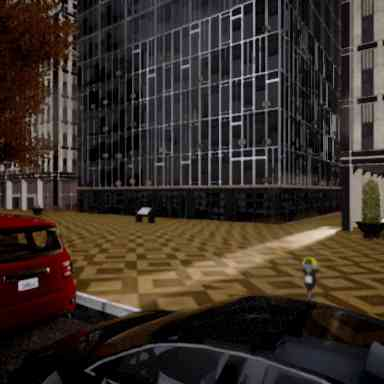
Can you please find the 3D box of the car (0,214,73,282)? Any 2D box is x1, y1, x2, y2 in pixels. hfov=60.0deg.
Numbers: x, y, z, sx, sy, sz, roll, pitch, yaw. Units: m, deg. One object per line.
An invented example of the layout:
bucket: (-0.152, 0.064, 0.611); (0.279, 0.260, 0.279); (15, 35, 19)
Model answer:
car: (-4.122, 1.308, 5.817); (5.009, 1.841, 2.192); (0, 0, 35)

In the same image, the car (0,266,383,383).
car: (0.374, 1.565, 2.610); (4.313, 1.339, 1.947); (0, 0, 35)
